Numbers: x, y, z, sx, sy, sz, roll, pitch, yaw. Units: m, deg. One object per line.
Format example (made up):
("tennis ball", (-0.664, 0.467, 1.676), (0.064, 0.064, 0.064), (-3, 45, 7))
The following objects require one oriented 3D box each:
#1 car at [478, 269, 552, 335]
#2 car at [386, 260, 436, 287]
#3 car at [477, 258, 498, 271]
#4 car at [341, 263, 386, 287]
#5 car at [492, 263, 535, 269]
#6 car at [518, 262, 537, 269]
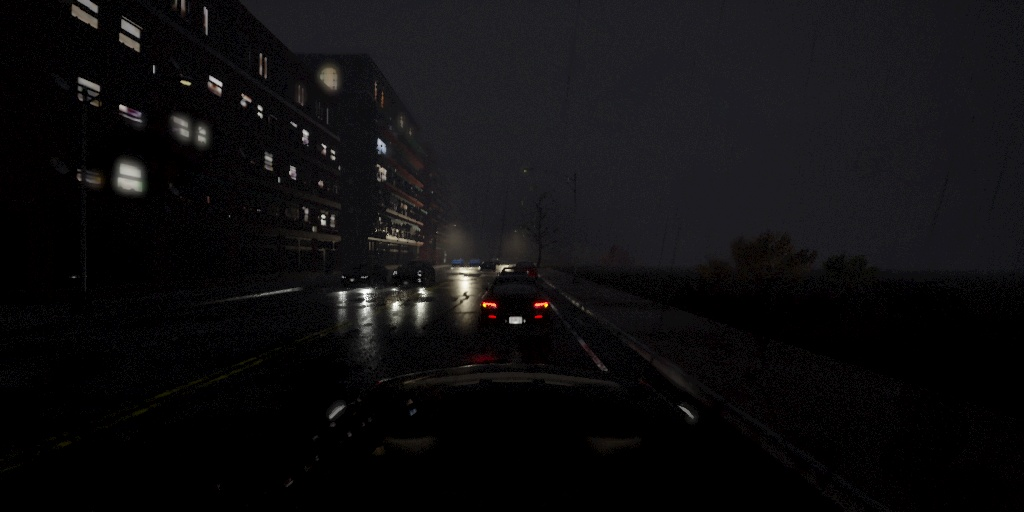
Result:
("car", (0.078, 1.273, 10.338), (1.812, 1.442, 4.674), (0, 0, 0))
("car", (-6.640, 1.094, 24.656), (2.097, 1.767, 4.553), (0, 0, 0))
("car", (-3.289, 1.294, 49.492), (1.994, 1.385, 4.181), (0, 0, -1))
("car", (-9.890, 1.247, 24.580), (1.837, 1.490, 4.892), (0, 0, 0))
("car", (0.069, 1.308, 20.506), (1.994, 1.385, 4.181), (0, 0, 0))
("car", (1.088, 1.218, 30.033), (1.882, 1.535, 5.008), (0, 0, 0))
